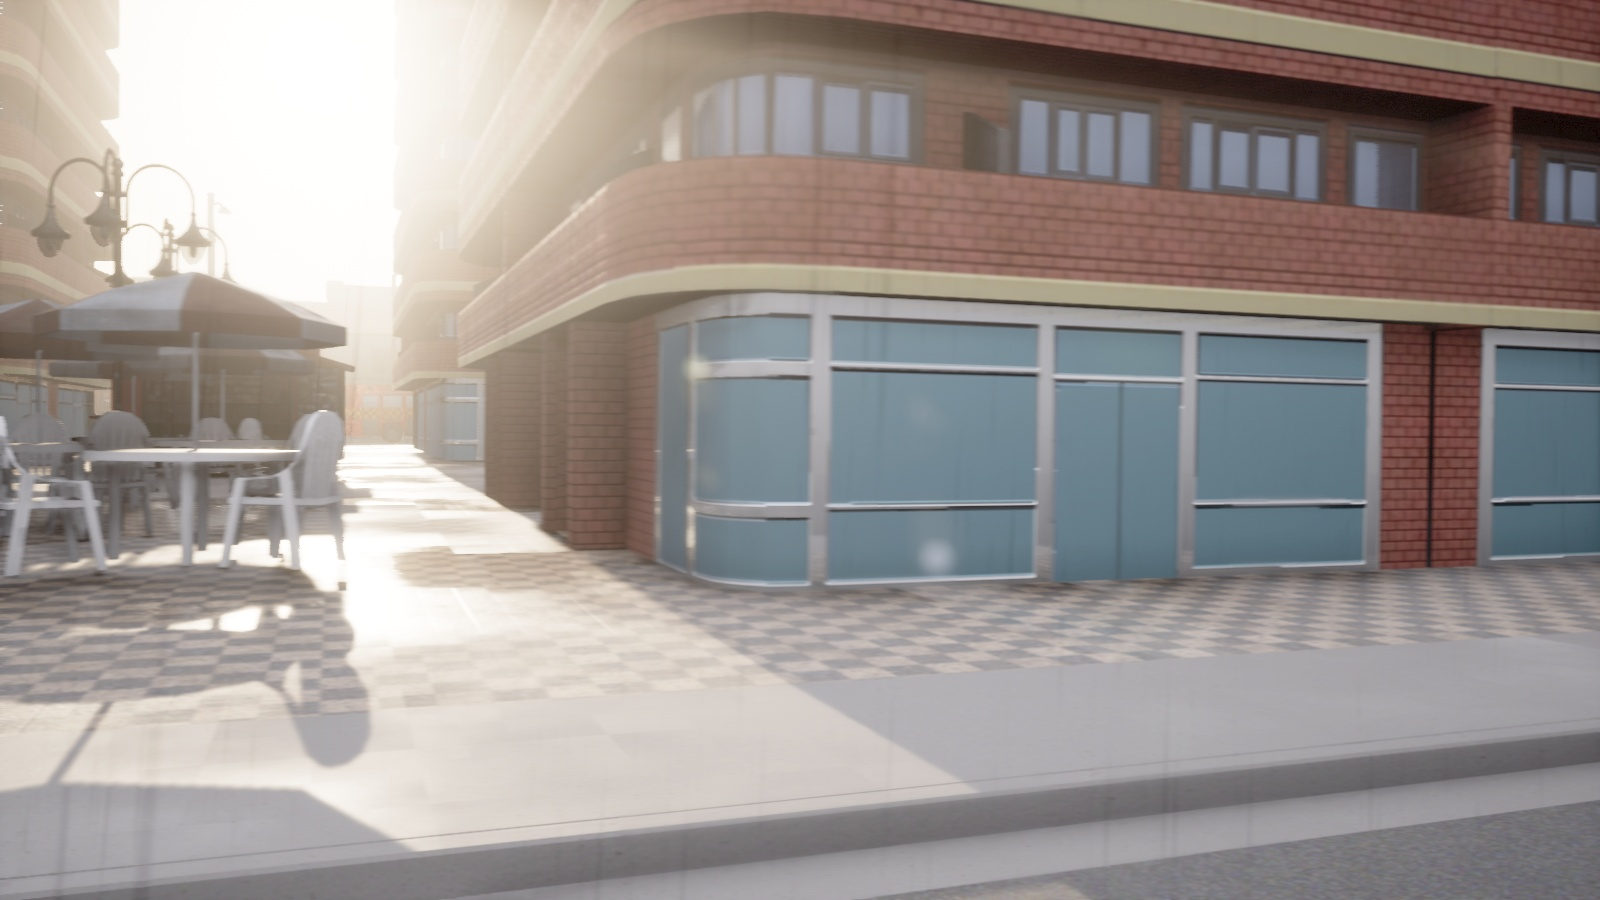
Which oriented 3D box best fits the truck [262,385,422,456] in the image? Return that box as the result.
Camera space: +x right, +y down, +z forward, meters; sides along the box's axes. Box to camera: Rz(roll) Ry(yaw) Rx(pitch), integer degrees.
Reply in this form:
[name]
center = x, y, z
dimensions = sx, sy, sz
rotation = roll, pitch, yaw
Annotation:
[truck]
center = -26.626, -1.742, 73.177
dimensions = 8.468, 3.827, 2.891
rotation = -2, 1, -21
